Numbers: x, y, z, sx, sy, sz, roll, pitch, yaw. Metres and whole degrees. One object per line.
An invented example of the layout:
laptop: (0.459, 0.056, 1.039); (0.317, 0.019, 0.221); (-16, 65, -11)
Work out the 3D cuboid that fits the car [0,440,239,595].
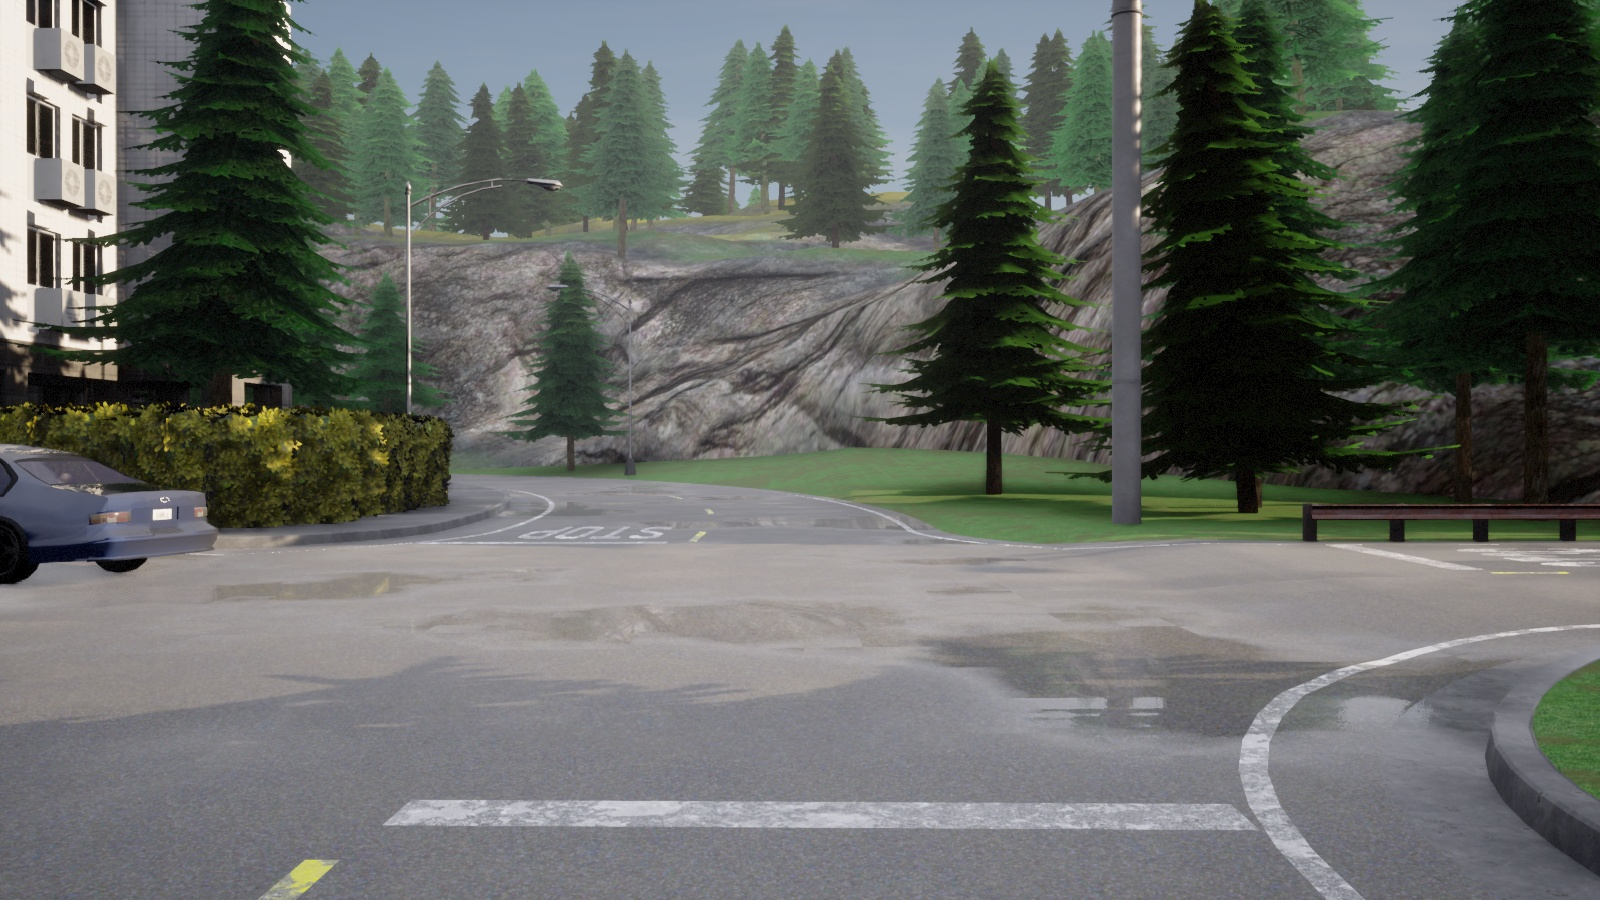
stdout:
car: (-9.259, 0.604, 13.918); (5.357, 1.411, 2.033); (3, 0, 13)
